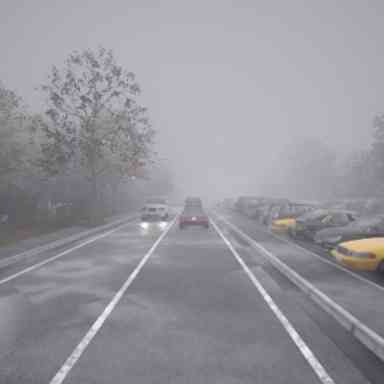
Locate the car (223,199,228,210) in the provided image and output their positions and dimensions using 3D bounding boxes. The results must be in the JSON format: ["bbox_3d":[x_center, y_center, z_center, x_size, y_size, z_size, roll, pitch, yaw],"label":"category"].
[{"bbox_3d":[7.119,2.008,45.531,4.792,1.488,2.163,0,-1,0],"label":"car"}]

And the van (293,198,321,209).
[{"bbox_3d":[20.391,2.067,59.164,4.442,1.987,1.878,0,-1,0],"label":"van"}]

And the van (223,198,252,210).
[{"bbox_3d":[7.294,1.946,53.861,4.442,1.987,1.878,0,-1,0],"label":"van"}]

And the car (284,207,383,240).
[{"bbox_3d":[7.040,1.599,15.015,4.892,1.521,2.231,0,0,0],"label":"car"}]

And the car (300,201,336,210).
[{"bbox_3d":[20.251,2.167,53.745,5.008,1.535,2.097,0,-1,0],"label":"car"}]

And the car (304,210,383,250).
[{"bbox_3d":[7.043,1.579,12.239,4.892,1.521,2.231,0,0,0],"label":"car"}]

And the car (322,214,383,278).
[{"bbox_3d":[6.842,1.555,9.464,5.366,1.575,1.946,0,0,0],"label":"car"}]

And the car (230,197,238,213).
[{"bbox_3d":[7.140,1.485,34.450,5.566,2.045,2.435,0,0,0],"label":"car"}]

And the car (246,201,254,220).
[{"bbox_3d":[7.078,1.677,26.120,5.008,1.535,2.097,0,0,0],"label":"car"}]

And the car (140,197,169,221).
[{"bbox_3d":[-3.304,1.477,30.501,2.150,2.045,5.566,0,-1,0],"label":"car"}]

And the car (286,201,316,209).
[{"bbox_3d":[20.278,2.358,61.929,4.892,1.521,2.231,0,-1,0],"label":"car"}]

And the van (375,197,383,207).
[{"bbox_3d":[20.298,1.487,31.485,4.442,1.987,1.878,0,0,0],"label":"van"}]

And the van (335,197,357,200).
[{"bbox_3d":[20.093,1.617,39.779,4.442,1.987,1.878,0,-1,0],"label":"van"}]

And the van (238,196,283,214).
[{"bbox_3d":[6.986,1.491,31.674,4.442,1.987,1.878,0,0,0],"label":"van"}]

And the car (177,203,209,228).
[{"bbox_3d":[0.131,1.736,23.546,1.994,1.385,4.181,0,-1,0],"label":"car"}]

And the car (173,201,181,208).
[{"bbox_3d":[-3.098,2.644,71.396,2.128,1.511,4.902,0,-2,0],"label":"car"}]

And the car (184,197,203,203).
[{"bbox_3d":[0.167,1.638,40.720,2.150,2.045,5.566,0,-1,0],"label":"car"}]

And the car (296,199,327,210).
[{"bbox_3d":[20.234,2.103,56.393,4.553,1.767,2.185,0,-1,0],"label":"car"}]

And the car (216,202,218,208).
[{"bbox_3d":[7.225,2.330,59.406,4.792,1.488,2.163,0,-1,0],"label":"car"}]

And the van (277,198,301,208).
[{"bbox_3d":[20.430,2.352,70.359,4.442,1.987,1.878,0,-2,0],"label":"van"}]

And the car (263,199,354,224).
[{"bbox_3d":[7.034,1.512,20.568,4.553,1.767,2.185,0,0,0],"label":"car"}]

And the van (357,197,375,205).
[{"bbox_3d":[20.075,1.508,34.389,4.442,1.987,1.878,0,-1,0],"label":"van"}]

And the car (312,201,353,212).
[{"bbox_3d":[20.232,2.037,48.081,4.892,1.521,2.231,0,-1,0],"label":"car"}]

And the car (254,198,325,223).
[{"bbox_3d":[7.043,1.532,23.344,4.553,1.767,2.185,0,0,0],"label":"car"}]

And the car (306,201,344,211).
[{"bbox_3d":[20.242,2.100,50.850,5.008,1.535,2.097,0,-1,0],"label":"car"}]

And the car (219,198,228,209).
[{"bbox_3d":[7.173,2.107,51.081,5.008,1.535,2.097,0,-1,0],"label":"car"}]

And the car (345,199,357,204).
[{"bbox_3d":[20.205,1.779,37.004,5.008,1.535,2.097,0,-1,0],"label":"car"}]

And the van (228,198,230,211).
[{"bbox_3d":[7.014,1.624,39.985,4.442,1.987,1.878,0,-1,0],"label":"van"}]

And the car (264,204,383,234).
[{"bbox_3d":[6.870,1.615,17.792,5.366,1.575,1.946,0,0,0],"label":"car"}]

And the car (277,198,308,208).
[{"bbox_3d":[20.330,2.242,67.470,5.566,2.045,2.435,0,-2,0],"label":"car"}]

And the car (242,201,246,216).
[{"bbox_3d":[7.096,1.737,28.895,4.674,1.452,2.002,0,0,0],"label":"car"}]

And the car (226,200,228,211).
[{"bbox_3d":[7.142,1.954,42.754,4.674,1.452,2.002,0,-1,0],"label":"car"}]

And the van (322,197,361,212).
[{"bbox_3d":[20.345,1.746,45.316,4.442,1.987,1.878,0,-1,0],"label":"van"}]

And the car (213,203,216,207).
[{"bbox_3d":[7.177,2.114,62.189,5.566,2.045,2.435,0,-1,0],"label":"car"}]
